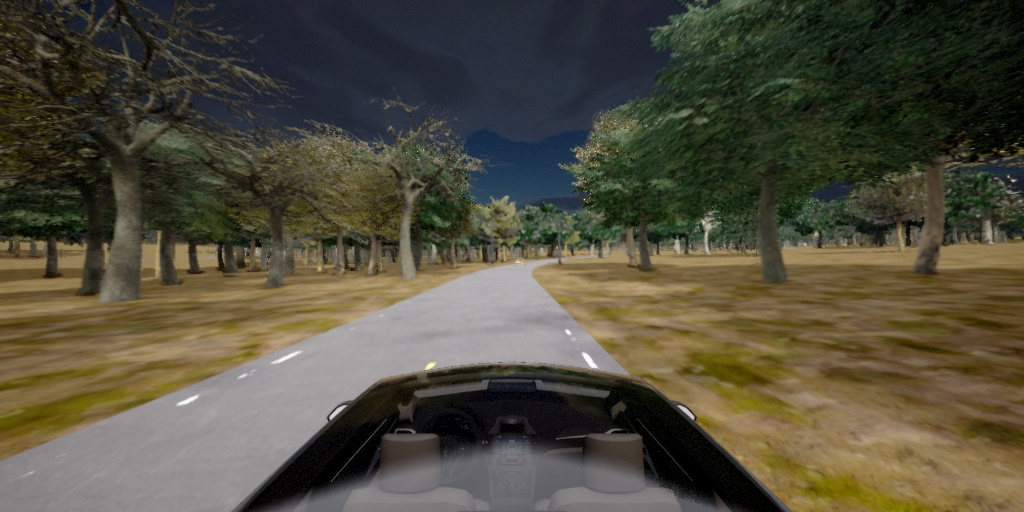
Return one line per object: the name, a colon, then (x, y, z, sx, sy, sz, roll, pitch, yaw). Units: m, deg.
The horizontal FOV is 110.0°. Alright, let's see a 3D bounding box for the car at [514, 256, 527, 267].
car: (1.384, 0.833, 55.960, 1.801, 1.575, 5.366, 0, 0, 6)
